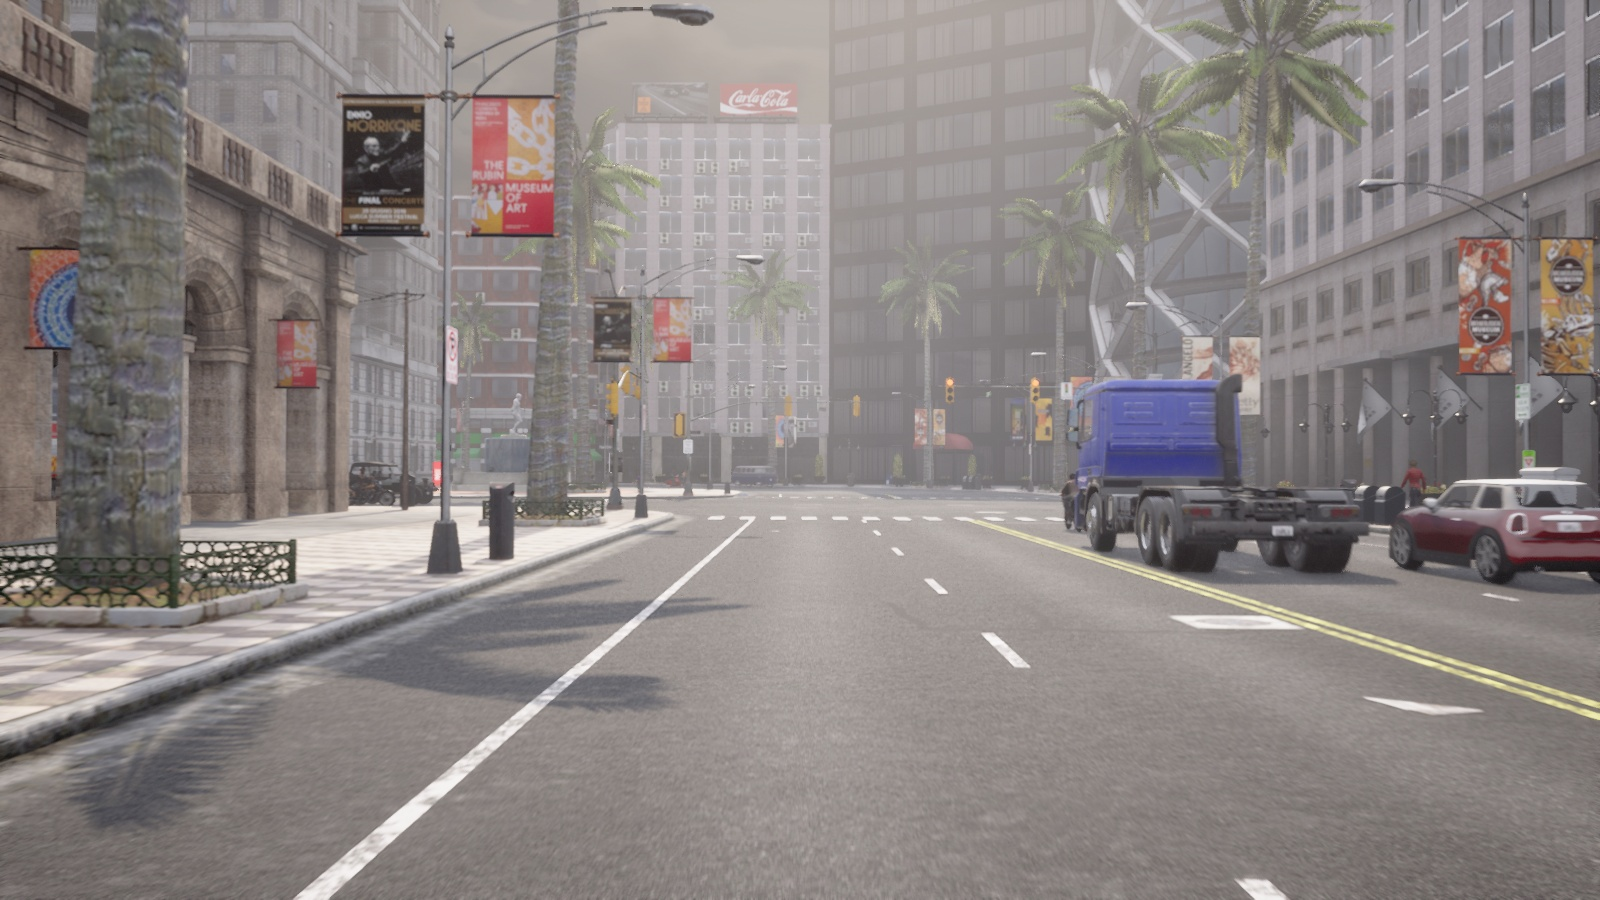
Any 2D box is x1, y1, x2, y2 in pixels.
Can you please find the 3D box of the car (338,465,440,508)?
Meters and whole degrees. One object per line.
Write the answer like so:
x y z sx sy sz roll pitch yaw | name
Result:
-18.058 1.590 55.307 3.866 1.878 1.905 0 -1 0 | car

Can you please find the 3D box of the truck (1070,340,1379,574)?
7.139 0.174 22.594 2.891 3.462 7.936 0 -1 0 | truck

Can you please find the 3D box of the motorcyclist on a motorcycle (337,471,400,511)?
-17.796 1.686 51.804 2.350 1.649 0.766 0 -1 0 | motorcyclist on a motorcycle

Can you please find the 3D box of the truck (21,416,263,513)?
-27.022 0.609 51.860 8.468 3.827 2.891 0 -1 0 | truck

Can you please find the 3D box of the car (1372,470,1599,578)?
10.619 1.053 19.240 1.970 1.475 3.806 0 -1 0 | car

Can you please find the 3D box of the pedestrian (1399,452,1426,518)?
17.178 0.980 35.201 0.331 1.846 0.636 0 -1 -13 | pedestrian

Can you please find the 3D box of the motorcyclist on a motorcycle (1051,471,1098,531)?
7.218 1.312 33.138 0.797 1.523 2.044 0 -1 0 | motorcyclist on a motorcycle
